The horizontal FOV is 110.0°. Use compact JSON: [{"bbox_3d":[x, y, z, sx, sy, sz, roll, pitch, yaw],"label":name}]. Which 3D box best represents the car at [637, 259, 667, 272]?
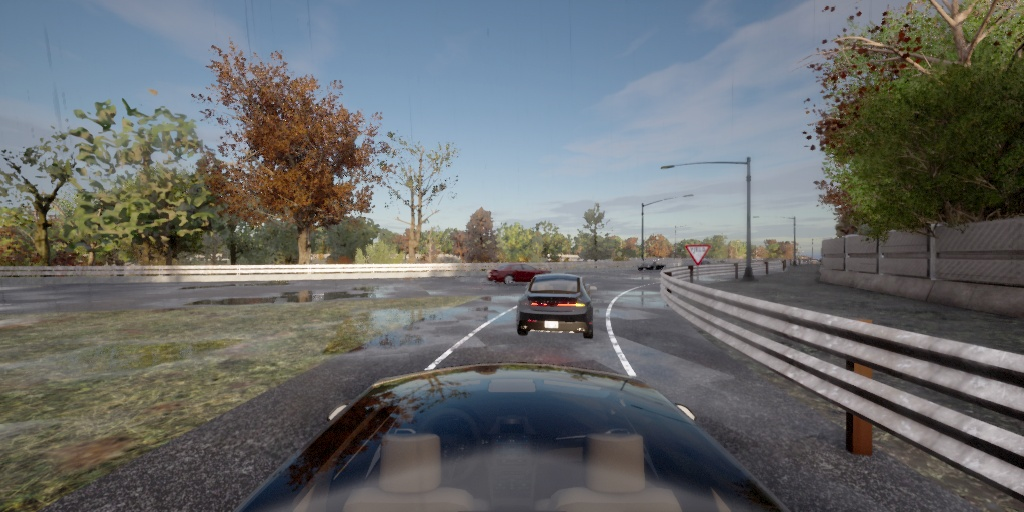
[{"bbox_3d":[18.367,1.350,46.750,4.718,1.301,1.895,0,0,-42],"label":"car"}]

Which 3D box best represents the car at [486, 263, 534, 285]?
[{"bbox_3d":[0.605,1.229,25.704,5.008,1.535,1.882,0,0,-29],"label":"car"}]

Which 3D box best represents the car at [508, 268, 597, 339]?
[{"bbox_3d":[1.341,1.255,10.227,1.837,1.490,4.892,0,0,11],"label":"car"}]
